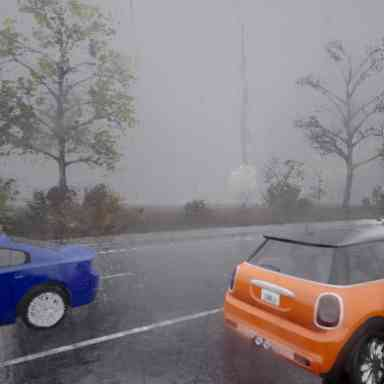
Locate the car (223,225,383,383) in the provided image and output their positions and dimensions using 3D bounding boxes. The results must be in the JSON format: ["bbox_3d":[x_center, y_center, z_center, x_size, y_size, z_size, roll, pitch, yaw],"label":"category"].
[{"bbox_3d":[2.770,1.345,5.355,4.553,1.767,2.097,0,0,-33],"label":"car"}]

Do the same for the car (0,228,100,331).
[{"bbox_3d":[-4.037,1.453,5.276,5.008,1.535,1.882,0,0,-35],"label":"car"}]

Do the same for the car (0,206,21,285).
[{"bbox_3d":[-6.648,1.316,7.688,4.553,1.767,2.097,0,0,-35],"label":"car"}]
